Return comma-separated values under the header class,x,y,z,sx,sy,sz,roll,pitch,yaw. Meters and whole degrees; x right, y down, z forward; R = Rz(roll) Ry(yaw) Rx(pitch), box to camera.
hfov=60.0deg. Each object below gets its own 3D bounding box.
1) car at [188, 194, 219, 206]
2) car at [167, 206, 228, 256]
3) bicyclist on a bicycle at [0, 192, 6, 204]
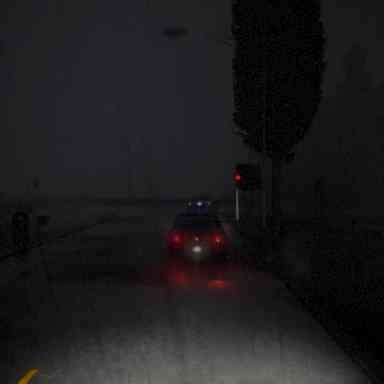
class,x,y,z,sx,sy,sz,roll,pitch,yaw
car,1.026,0.961,28.247,2.097,1.767,4.553,0,1,12
car,0.207,1.429,12.338,1.895,1.301,4.718,0,1,1
bicyclist on a bicycle,-23.926,0.771,41.828,0.582,1.620,1.656,0,1,1
